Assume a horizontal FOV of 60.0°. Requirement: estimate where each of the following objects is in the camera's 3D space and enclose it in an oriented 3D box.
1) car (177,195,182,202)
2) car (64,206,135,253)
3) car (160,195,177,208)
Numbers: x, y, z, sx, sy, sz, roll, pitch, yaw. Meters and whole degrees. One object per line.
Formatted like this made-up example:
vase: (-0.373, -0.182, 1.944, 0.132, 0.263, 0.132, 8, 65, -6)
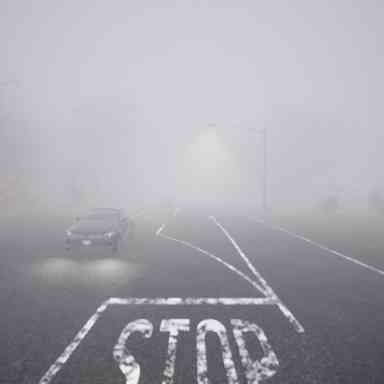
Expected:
car: (-3.418, 1.500, 76.214, 1.812, 1.442, 4.674, 0, 0, 3)
car: (-3.446, 1.323, 13.229, 1.812, 1.442, 4.674, 1, 2, 0)
car: (-3.506, 1.487, 48.039, 1.837, 1.490, 4.892, 0, 0, 0)
